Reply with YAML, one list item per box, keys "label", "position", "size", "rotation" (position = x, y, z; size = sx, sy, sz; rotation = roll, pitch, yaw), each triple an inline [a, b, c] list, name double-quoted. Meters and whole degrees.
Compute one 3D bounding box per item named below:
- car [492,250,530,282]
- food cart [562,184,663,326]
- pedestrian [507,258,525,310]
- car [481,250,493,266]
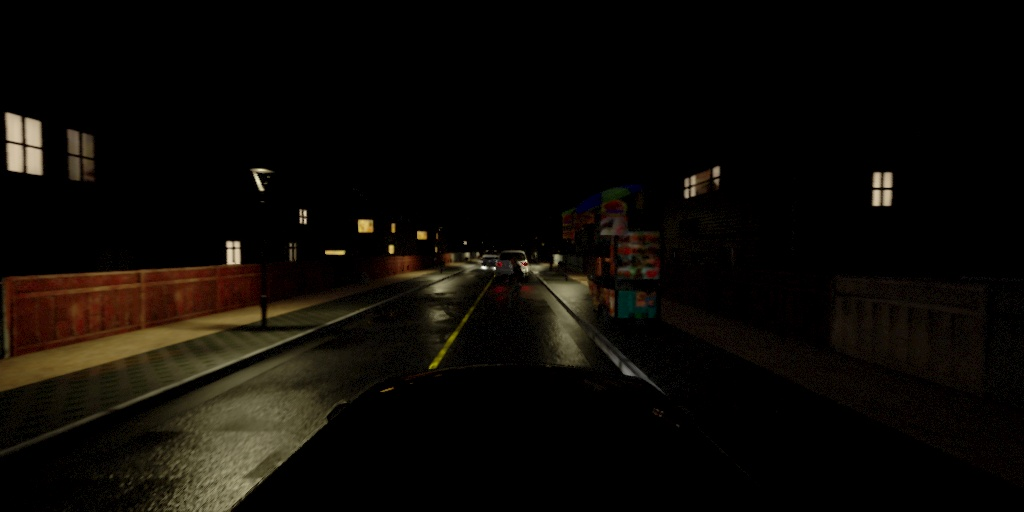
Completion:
- label: "car"
  position: [0.038, 0.625, 24.699]
  size: [2.150, 2.045, 5.566]
  rotation: [0, 1, 0]
- label: "food cart"
  position: [3.007, 0.082, 10.529]
  size: [2.280, 3.560, 4.660]
  rotation: [0, 0, 0]
- label: "pedestrian"
  position: [0.138, 0.888, 12.002]
  size: [0.375, 1.860, 0.375]
  rotation: [-1, 2, -3]
- label: "car"
  position: [-2.829, 0.257, 48.158]
  size: [2.150, 2.045, 5.566]
  rotation: [0, 1, 0]
